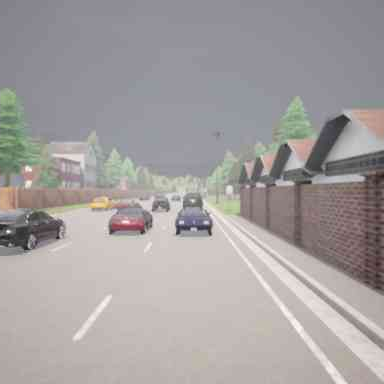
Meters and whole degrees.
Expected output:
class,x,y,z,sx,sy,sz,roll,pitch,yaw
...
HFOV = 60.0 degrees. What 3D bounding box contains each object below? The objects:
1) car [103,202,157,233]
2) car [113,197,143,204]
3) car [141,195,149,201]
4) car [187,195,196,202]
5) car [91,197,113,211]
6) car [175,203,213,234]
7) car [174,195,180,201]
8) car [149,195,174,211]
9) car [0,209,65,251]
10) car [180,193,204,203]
class,x,y,z,sx,sy,sz,roll,pitch,yaw
car,-3.403,1.501,19.054,1.994,1.385,4.181,0,0,0
car,-6.905,1.481,36.297,1.895,1.301,4.718,0,0,0
car,-10.512,1.305,74.832,1.994,1.385,4.181,0,0,0
car,-0.011,1.356,72.400,1.895,1.301,4.718,0,0,0
car,-10.406,1.347,39.290,1.882,1.535,5.008,0,0,0
car,0.098,1.539,18.642,1.895,1.301,4.718,0,0,0
car,-3.511,1.311,73.201,1.994,1.385,4.181,0,0,0
car,-3.405,1.380,37.706,1.837,1.490,4.892,0,0,0
car,-6.902,1.459,13.821,1.837,1.490,4.892,0,0,0
car,0.093,1.099,37.021,2.150,2.045,5.566,0,0,0
